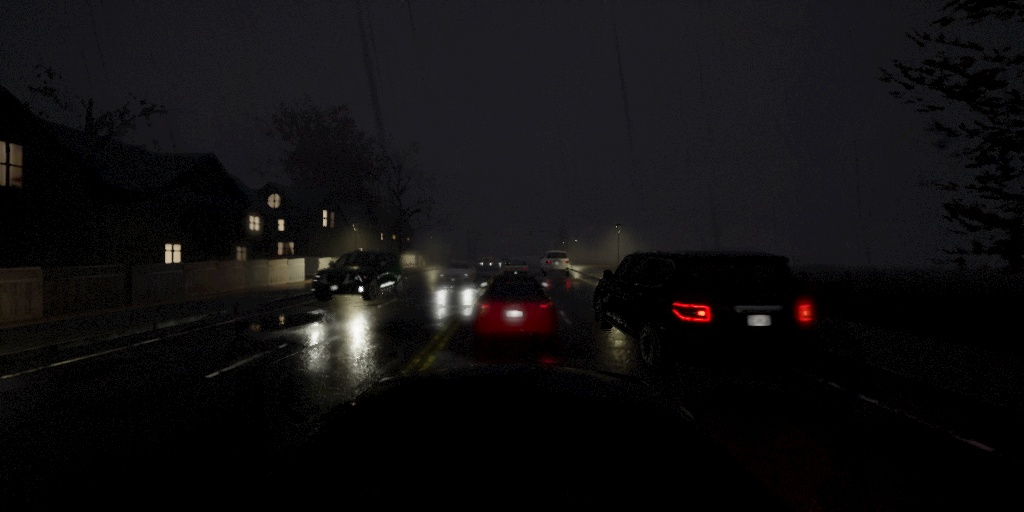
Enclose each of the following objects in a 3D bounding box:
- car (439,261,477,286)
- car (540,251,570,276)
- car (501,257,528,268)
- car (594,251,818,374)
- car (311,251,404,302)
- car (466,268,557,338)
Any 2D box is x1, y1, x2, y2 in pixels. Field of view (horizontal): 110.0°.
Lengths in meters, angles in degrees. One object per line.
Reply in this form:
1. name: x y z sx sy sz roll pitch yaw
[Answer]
1. car: -3.242 1.017 22.236 1.812 1.442 4.674 0 1 1
2. car: 3.641 0.604 30.878 2.150 2.045 5.566 0 1 2
3. car: 0.366 0.996 30.011 1.895 1.301 4.718 0 1 2
4. car: 3.308 0.900 7.484 2.150 2.045 5.566 0 1 0
5. car: -6.581 0.790 16.082 2.150 2.045 5.566 0 1 0
6. car: 0.076 1.210 9.827 1.994 1.385 4.181 0 1 0
